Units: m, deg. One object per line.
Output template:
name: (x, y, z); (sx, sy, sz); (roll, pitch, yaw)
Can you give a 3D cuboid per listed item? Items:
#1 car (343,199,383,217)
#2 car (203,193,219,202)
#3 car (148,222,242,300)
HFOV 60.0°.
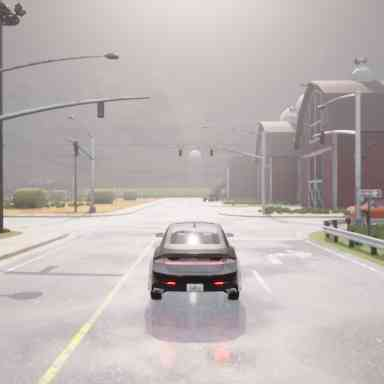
car: (14.549, 1.376, 26.441); (4.553, 1.767, 2.097); (0, 0, 1)
car: (4.150, 1.138, 72.620); (1.905, 1.878, 3.866); (-8, 3, -42)
car: (0.066, 1.491, 8.354); (2.128, 1.511, 4.902); (0, 0, 0)
